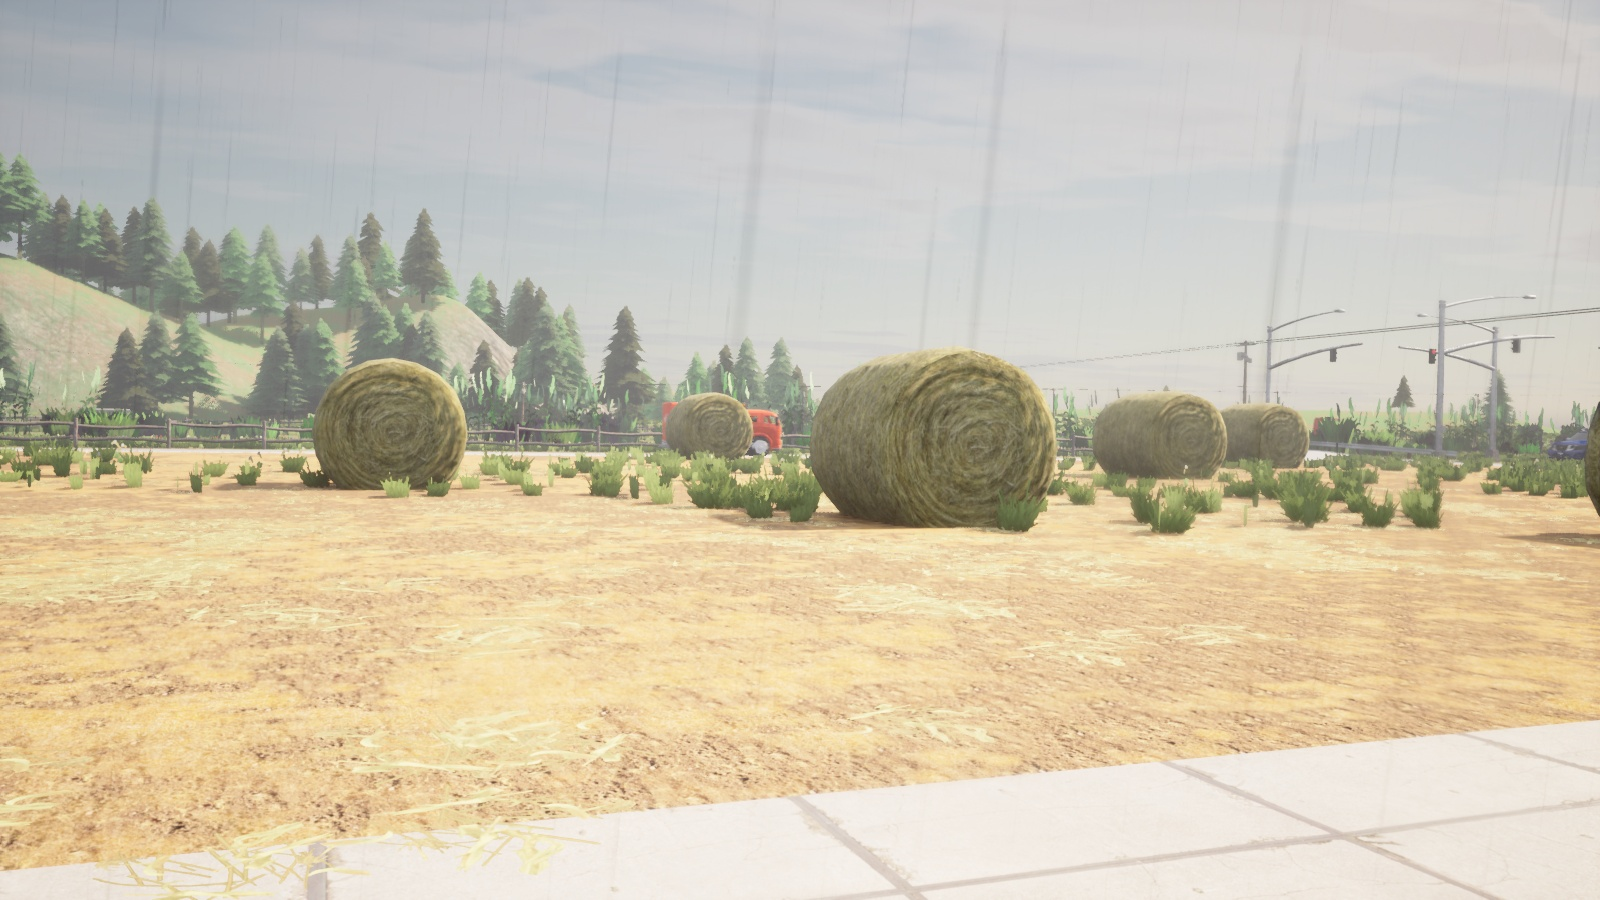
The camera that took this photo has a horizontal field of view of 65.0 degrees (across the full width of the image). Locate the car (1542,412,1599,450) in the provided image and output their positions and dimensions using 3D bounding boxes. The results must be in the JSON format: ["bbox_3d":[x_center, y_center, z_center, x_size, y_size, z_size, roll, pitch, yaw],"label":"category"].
[{"bbox_3d":[44.989,-1.094,70.989,5.566,2.045,2.150,-1,1,-20],"label":"car"}]

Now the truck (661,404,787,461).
[{"bbox_3d":[-3.441,-0.812,56.501,5.204,2.467,2.627,-1,1,-17],"label":"truck"}]
